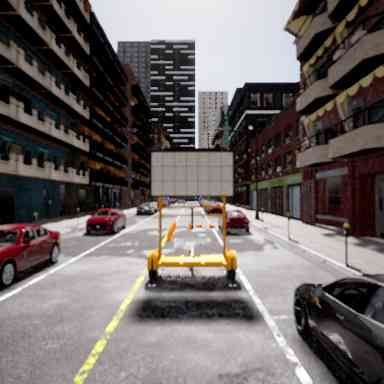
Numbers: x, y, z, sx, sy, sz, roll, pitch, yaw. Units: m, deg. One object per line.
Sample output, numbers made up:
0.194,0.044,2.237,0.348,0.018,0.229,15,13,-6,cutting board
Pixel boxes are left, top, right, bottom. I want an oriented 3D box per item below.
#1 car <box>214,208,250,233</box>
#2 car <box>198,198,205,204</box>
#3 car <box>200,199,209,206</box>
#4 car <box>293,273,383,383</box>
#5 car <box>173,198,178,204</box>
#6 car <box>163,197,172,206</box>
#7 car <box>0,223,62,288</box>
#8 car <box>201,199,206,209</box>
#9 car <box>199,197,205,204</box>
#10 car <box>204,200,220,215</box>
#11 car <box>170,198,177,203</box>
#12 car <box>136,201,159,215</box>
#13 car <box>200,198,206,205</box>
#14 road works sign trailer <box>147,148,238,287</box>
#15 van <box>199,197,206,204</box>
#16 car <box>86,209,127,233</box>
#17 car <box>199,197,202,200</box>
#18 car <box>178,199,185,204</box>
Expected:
2.587,1.765,20.959,1.802,1.307,4.206,1,-1,0,car
2.628,2.379,89.403,1.752,1.417,4.829,0,-1,0,car
2.617,2.254,72.163,1.802,1.307,4.206,0,-1,0,car
2.577,1.599,3.892,1.947,1.339,4.313,1,0,0,car
-5.256,2.340,83.538,1.887,1.381,4.507,0,-1,0,car
-5.269,2.106,60.781,1.887,1.381,4.507,0,-1,0,car
-5.300,1.631,9.575,1.887,1.381,4.507,1,0,0,car
2.601,1.938,43.719,1.887,1.381,4.507,0,-1,0,car
2.608,2.028,55.267,1.752,1.417,4.829,0,-1,0,car
2.597,1.922,38.028,1.802,1.307,4.206,0,-1,0,car
-5.249,2.461,94.918,1.887,1.381,4.507,0,-1,0,car
-5.283,1.895,38.022,2.008,1.369,4.403,1,-1,0,car
2.604,1.991,49.407,1.887,1.381,4.507,0,-1,0,car
0.007,0.548,9.582,2.380,3.560,2.880,0,0,0,road works sign trailer
2.626,2.132,83.545,1.690,1.788,3.998,0,-1,0,van
-5.293,1.732,20.953,1.887,1.381,4.507,1,-1,0,car
2.615,2.141,66.645,1.752,1.417,4.829,0,-1,0,car
-2.696,2.407,84.710,1.895,1.301,4.718,0,-1,0,car
